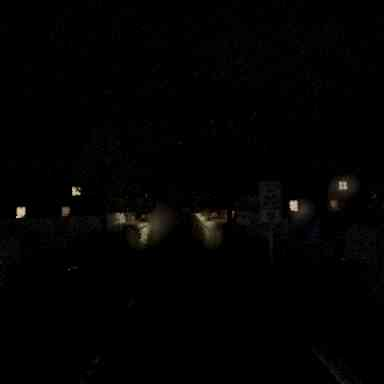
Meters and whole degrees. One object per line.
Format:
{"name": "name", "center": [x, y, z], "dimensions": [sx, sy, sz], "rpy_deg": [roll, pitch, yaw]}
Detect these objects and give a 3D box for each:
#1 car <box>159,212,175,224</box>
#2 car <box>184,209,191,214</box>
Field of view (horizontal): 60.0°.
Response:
{"name": "car", "center": [-3.306, 3.396, 43.787], "dimensions": [1.812, 1.442, 4.674], "rpy_deg": [-1, -2, -1]}
{"name": "car", "center": [-1.165, 5.213, 89.210], "dimensions": [1.882, 1.535, 5.008], "rpy_deg": [-1, -2, -1]}
